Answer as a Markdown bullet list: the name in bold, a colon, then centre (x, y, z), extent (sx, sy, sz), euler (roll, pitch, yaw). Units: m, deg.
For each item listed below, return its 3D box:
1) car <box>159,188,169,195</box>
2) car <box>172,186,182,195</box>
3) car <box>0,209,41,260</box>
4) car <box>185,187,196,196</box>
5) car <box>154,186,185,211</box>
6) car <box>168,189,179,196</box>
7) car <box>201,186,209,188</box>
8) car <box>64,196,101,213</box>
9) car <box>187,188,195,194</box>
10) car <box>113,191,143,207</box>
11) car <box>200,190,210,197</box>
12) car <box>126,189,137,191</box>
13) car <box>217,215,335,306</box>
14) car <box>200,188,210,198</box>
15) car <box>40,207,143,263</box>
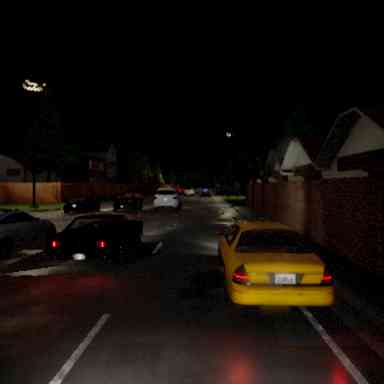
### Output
- **car**: centre (-7.127, -0.241, 85.271), extent (2.097, 1.767, 4.553), euler (0, 1, 3)
- **car**: centre (-3.676, -0.431, 83.943), extent (2.150, 2.045, 5.566), euler (0, 1, 2)
- **car**: centre (-6.415, 1.311, 11.347), extent (1.812, 1.442, 4.674), euler (0, 1, 2)
- **car**: centre (-0.618, -0.145, 72.568), extent (2.150, 2.045, 5.566), euler (0, 1, 2)
- **car**: centre (-2.146, 0.640, 30.954), extent (2.150, 2.045, 5.566), euler (0, 1, 2)
- **car**: centre (-4.072, 0.132, 73.832), extent (2.128, 1.511, 4.902), euler (0, 1, 2)
- **car**: centre (3.031, -0.297, 76.313), extent (2.150, 2.045, 5.566), euler (0, 1, 2)
- **car**: centre (-9.253, 1.032, 28.353), extent (1.994, 1.385, 4.181), euler (0, 1, 2)
- **car**: centre (-0.213, -0.181, 82.951), extent (1.812, 1.442, 4.674), euler (0, 1, 2)
- **car**: centre (-5.690, 0.930, 29.893), extent (2.128, 1.511, 4.902), euler (0, 1, 2)
- **car**: centre (2.667, 0.345, 67.031), extent (1.895, 1.301, 4.718), euler (0, 1, 2)
- **car**: centre (-8.495, 0.458, 47.700), extent (2.097, 1.767, 4.553), euler (0, 1, 2)
- **car**: centre (1.578, 1.306, 7.834), extent (1.801, 1.575, 5.366), euler (0, 1, 2)
- **car**: centre (2.444, 0.399, 61.305), extent (2.033, 1.411, 5.357), euler (0, 1, 2)
- **car**: centre (-2.921, 1.390, 11.129), extent (1.895, 1.301, 4.718), euler (0, 1, 2)
